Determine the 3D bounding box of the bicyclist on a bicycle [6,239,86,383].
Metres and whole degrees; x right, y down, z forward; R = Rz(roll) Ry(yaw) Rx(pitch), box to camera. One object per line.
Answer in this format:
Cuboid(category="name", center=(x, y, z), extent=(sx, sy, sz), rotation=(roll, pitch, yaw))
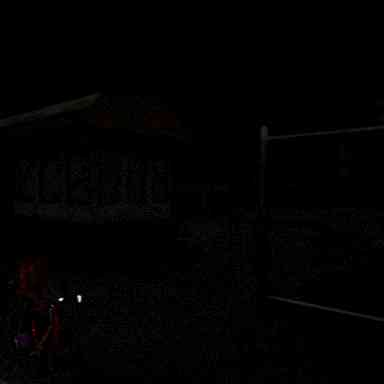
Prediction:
Cuboid(category="bicyclist on a bicycle", center=(-1.716, 1.335, 3.775), extent=(1.656, 1.620, 0.582), rotation=(3, 4, 36))
